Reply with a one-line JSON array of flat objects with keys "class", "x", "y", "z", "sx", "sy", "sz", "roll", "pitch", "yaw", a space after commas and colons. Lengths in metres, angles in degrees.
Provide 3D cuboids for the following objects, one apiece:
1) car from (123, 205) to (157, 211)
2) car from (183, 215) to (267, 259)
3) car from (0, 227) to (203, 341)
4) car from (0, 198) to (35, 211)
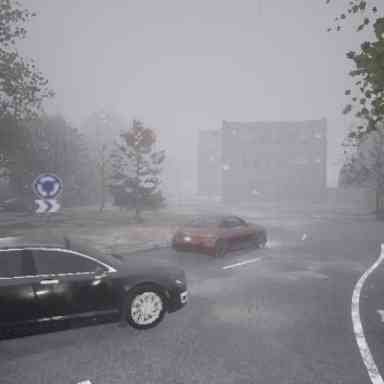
[{"class": "car", "x": -6.421, "y": 1.635, "z": 41.016, "sx": 4.718, "sy": 1.301, "sz": 1.895, "roll": 0, "pitch": 0, "yaw": 24}, {"class": "car", "x": 1.158, "y": 1.563, "z": 12.770, "sx": 1.994, "sy": 1.385, "sz": 4.181, "roll": 0, "pitch": 0, "yaw": 41}, {"class": "car", "x": -2.464, "y": 1.506, "z": 5.574, "sx": 4.892, "sy": 1.490, "sz": 1.837, "roll": -1, "pitch": 1, "yaw": -25}, {"class": "car", "x": -21.103, "y": 1.539, "z": 40.096, "sx": 4.892, "sy": 1.490, "sz": 1.837, "roll": 1, "pitch": 0, "yaw": -26}]
